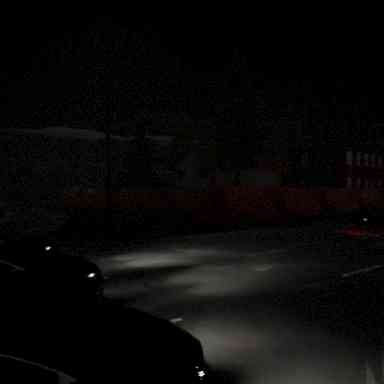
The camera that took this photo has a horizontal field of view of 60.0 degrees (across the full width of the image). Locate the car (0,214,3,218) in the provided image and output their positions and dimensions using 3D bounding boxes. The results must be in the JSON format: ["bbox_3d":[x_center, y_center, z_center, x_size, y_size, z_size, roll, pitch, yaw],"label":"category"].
[{"bbox_3d":[-5.900,1.492,8.137,4.902,1.511,2.128,0,0,-35],"label":"car"}]

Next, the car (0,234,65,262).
[{"bbox_3d":[-3.900,1.492,5.263,4.902,1.511,2.128,0,0,-35],"label":"car"}]

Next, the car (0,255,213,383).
[{"bbox_3d":[-2.065,1.505,2.273,4.892,1.490,1.837,0,0,-35],"label":"car"}]

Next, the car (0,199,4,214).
[{"bbox_3d":[-18.363,1.222,30.038,2.150,2.045,5.566,0,0,-31],"label":"car"}]

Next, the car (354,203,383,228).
[{"bbox_3d":[12.253,1.464,21.083,5.008,1.535,1.882,0,0,-35],"label":"car"}]
